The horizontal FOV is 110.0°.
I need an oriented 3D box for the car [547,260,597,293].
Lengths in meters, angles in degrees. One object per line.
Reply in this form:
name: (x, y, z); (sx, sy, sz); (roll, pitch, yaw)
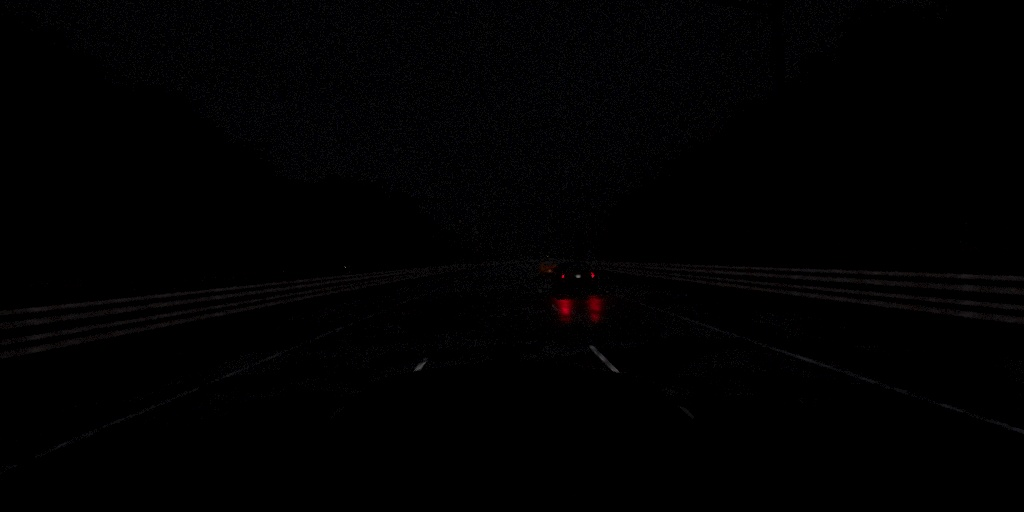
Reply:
car: (3.532, 1.115, 21.130); (2.097, 1.767, 4.553); (-2, -1, 0)

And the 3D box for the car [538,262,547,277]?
car: (3.898, 1.354, 38.539); (1.882, 1.535, 5.008); (-2, 0, 2)
